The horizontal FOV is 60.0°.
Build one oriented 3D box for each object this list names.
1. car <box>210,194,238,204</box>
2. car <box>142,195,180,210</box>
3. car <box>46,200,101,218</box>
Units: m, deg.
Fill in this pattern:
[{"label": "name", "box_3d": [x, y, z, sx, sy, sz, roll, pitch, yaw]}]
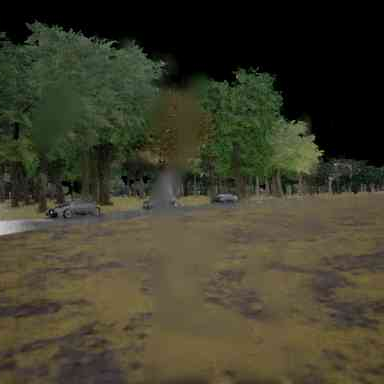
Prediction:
[{"label": "car", "box_3d": [4.559, 0.938, 46.597, 2.033, 1.411, 5.357, -3, -1, 35]}, {"label": "car", "box_3d": [-3.281, 1.101, 35.523, 1.837, 1.490, 4.892, -3, -1, 35]}, {"label": "car", "box_3d": [-9.465, 1.330, 26.745, 1.994, 1.385, 4.181, -3, -1, 36]}]
